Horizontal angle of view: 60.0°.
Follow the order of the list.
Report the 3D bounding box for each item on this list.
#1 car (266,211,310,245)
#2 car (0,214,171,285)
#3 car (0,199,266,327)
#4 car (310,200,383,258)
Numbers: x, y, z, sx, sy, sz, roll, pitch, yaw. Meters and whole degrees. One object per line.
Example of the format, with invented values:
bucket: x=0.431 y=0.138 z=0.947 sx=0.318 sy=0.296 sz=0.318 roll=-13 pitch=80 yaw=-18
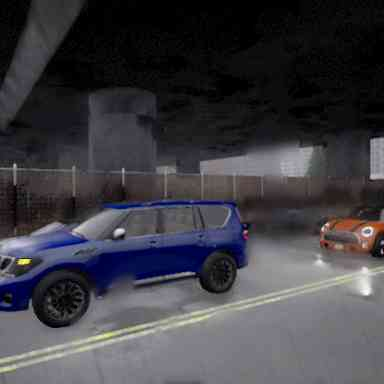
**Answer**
car: x=4.546 y=1.546 z=15.287 sx=4.718 sy=1.301 sz=1.895 roll=0 pitch=0 yaw=-33
car: x=-3.475 y=1.533 z=10.029 sx=5.357 sy=1.411 sz=2.033 roll=0 pitch=0 yaw=-33
car: x=-1.218 y=1.208 z=7.325 sx=5.566 sy=2.045 sz=2.150 roll=0 pitch=0 yaw=-33
car: x=6.941 y=1.296 z=12.670 sx=4.553 sy=1.767 sz=2.097 roll=0 pitch=0 yaw=-33
